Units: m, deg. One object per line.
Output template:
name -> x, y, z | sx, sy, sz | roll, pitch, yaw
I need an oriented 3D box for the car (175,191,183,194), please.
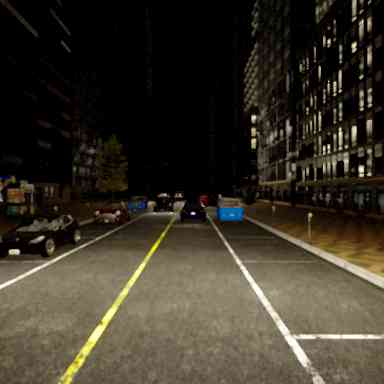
car -> -3.027, 0.750, 78.368 | 2.150, 2.045, 5.566 | 0, 0, 0

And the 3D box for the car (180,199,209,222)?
car -> 0.090, 1.542, 26.521 | 1.994, 1.385, 4.181 | 0, 0, 0

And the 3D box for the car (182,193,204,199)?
car -> 0.086, 1.313, 41.984 | 2.097, 1.767, 4.553 | 0, 0, 0

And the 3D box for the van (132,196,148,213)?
van -> -5.704, 1.310, 35.511 | 1.690, 1.788, 3.998 | 0, 0, 0

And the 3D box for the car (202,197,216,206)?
car -> 2.671, 1.517, 52.518 | 1.947, 1.339, 4.313 | 0, 0, 0

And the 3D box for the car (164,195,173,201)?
car -> -5.719, 1.450, 80.857 | 1.887, 1.381, 4.507 | 0, 0, 0

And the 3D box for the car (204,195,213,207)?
car -> 2.673, 1.502, 46.850 | 1.887, 1.381, 4.507 | 0, 0, 0

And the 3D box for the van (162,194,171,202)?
van -> -5.717, 1.257, 75.189 | 1.690, 1.788, 3.998 | 0, 0, 0

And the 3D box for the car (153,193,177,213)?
car -> -3.107, 1.320, 37.057 | 2.097, 1.767, 4.553 | 0, 0, 0

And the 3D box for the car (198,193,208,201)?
car -> 2.662, 1.220, 80.859 | 2.192, 1.841, 5.009 | 0, 0, 0

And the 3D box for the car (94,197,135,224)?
car -> -5.700, 1.421, 24.175 | 1.967, 1.590, 4.097 | 0, 0, 0

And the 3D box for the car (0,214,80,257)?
car -> -5.696, 1.556, 12.838 | 1.947, 1.339, 4.313 | 0, 0, 0

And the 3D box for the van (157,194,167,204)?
van -> -5.713, 1.276, 63.853 | 1.690, 1.788, 3.998 | 0, 0, 0

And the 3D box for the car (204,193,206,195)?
car -> 2.666, 1.508, 69.523 | 1.802, 1.307, 4.206 | 0, 0, 0

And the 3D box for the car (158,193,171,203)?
car -> -5.715, 1.241, 69.520 | 2.192, 1.841, 5.009 | 0, 0, 0

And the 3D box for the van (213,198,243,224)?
van -> 2.680, 1.322, 24.176 | 1.690, 1.788, 3.998 | 0, 0, 0
